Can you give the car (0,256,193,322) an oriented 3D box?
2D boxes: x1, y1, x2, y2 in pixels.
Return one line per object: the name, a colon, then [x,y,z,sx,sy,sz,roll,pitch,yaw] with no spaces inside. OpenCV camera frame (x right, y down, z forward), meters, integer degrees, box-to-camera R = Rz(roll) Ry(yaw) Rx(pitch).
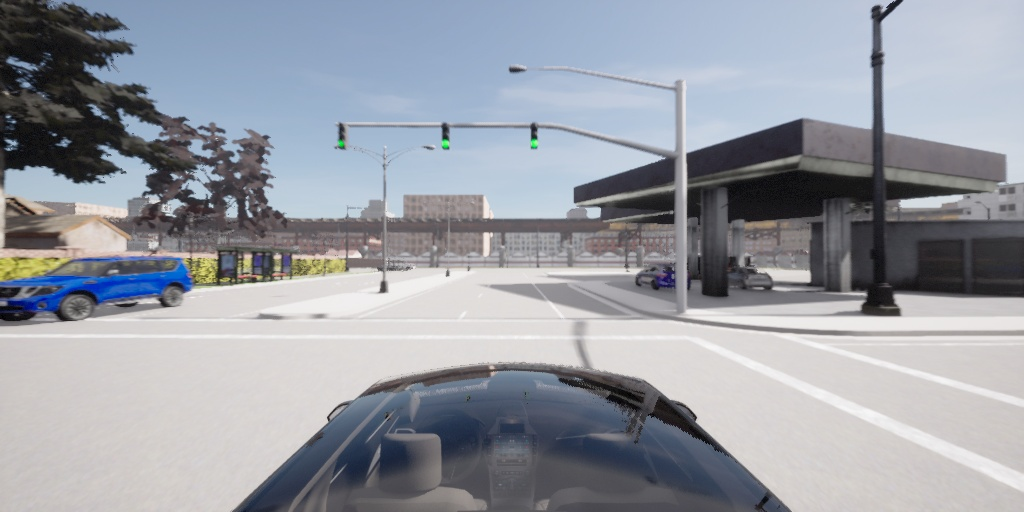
car: [-15.006,1.033,13.314,2.150,2.045,5.566,0,0,0]
